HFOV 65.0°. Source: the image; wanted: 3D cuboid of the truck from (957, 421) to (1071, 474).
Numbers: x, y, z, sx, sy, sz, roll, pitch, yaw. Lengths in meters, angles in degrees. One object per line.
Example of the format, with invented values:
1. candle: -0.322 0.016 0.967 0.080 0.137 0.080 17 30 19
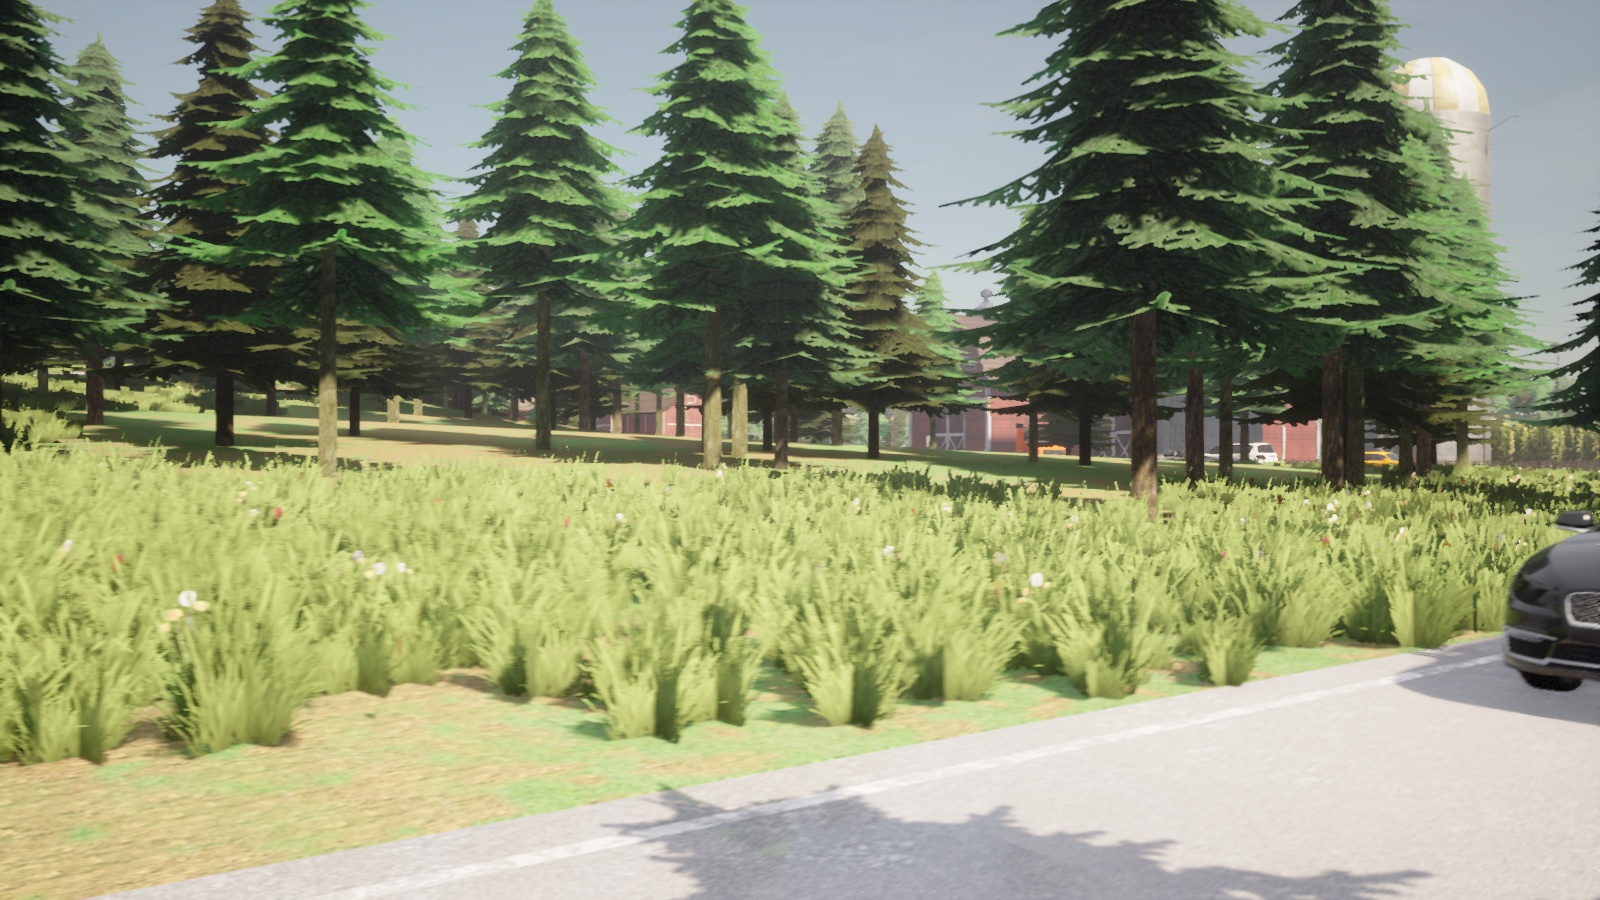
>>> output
1. truck: 14.574 -0.167 86.130 2.891 3.462 7.936 0 0 -36

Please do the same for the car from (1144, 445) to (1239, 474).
1. car: 23.171 0.540 74.500 2.152 1.651 5.027 0 0 -36

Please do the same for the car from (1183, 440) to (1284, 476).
1. car: 26.255 0.478 76.215 2.150 2.045 5.566 0 0 -36

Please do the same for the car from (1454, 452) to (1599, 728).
1. car: 6.382 0.757 8.167 4.892 1.490 1.837 0 0 -37

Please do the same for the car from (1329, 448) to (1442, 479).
1. car: 30.230 0.695 64.950 1.882 1.535 5.008 0 0 -36
